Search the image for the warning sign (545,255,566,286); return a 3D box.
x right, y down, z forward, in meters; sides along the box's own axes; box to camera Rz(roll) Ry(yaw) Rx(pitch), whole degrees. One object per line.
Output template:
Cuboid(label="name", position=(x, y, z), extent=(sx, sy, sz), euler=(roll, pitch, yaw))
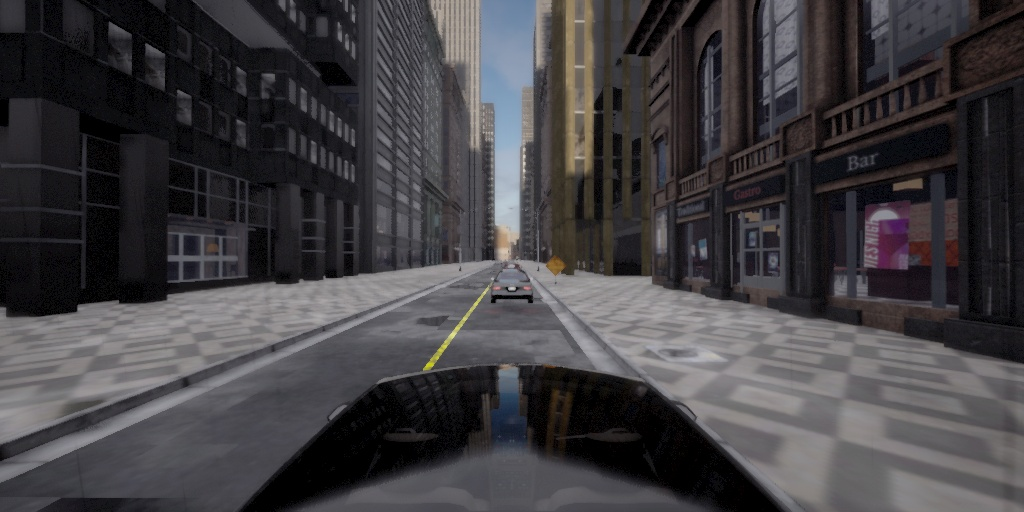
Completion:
Cuboid(label="warning sign", position=(2.717, 0.880, 22.330), extent=(1.300, 1.860, 1.060), euler=(0, 0, 0))

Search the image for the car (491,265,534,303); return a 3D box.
Cuboid(label="car", position=(0.000, 1.323, 16.500), extent=(2.033, 1.411, 5.357), euler=(0, 0, 0))

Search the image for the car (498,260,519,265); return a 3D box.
Cuboid(label="car", position=(0.000, 1.312, 31.501), extent=(1.812, 1.442, 4.674), euler=(0, 0, 0))
